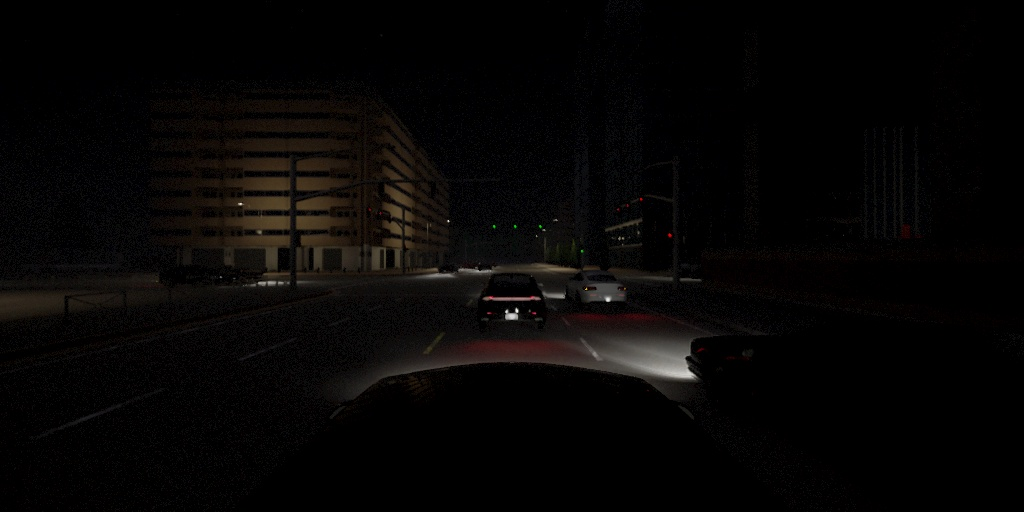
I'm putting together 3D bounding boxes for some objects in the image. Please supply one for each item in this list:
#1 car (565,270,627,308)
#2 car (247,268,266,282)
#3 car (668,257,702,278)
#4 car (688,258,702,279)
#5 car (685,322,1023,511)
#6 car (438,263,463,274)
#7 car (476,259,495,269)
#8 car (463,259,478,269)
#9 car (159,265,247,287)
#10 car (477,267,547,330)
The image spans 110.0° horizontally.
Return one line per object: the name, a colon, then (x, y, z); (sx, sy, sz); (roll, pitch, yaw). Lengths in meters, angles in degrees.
car: (3.473, 1.332, 15.327); (1.812, 1.442, 4.674); (0, 0, 0)
car: (-22.583, 1.485, 29.221); (4.181, 1.385, 1.994); (0, 0, 0)
car: (18.979, 1.169, 36.606); (5.566, 2.045, 2.150); (0, 0, 0)
car: (19.270, 1.288, 33.106); (4.553, 1.767, 2.097); (0, 0, 0)
car: (3.593, 1.303, 3.028); (2.033, 1.411, 5.357); (0, 0, 0)
car: (-7.943, 1.533, 45.376); (1.895, 1.301, 4.718); (0, 0, 3)
car: (-4.222, 1.581, 56.916); (1.895, 1.301, 4.718); (0, 0, 0)
car: (-7.758, 1.610, 63.792); (1.895, 1.301, 4.718); (0, 0, 1)
car: (-22.349, 1.413, 25.723); (4.892, 1.490, 1.837); (0, 0, 0)
car: (-0.007, 1.282, 11.262); (2.128, 1.511, 4.902); (0, 0, 0)
